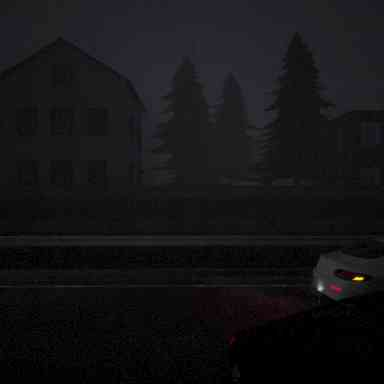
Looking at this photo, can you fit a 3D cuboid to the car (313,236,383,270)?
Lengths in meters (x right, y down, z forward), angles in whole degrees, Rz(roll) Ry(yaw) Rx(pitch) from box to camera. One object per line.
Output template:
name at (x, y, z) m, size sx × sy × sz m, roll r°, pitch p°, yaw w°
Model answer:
car at (4.661, 1.524, 6.143) m, size 4.674 × 1.442 × 1.812 m, roll 0°, pitch 0°, yaw -1°

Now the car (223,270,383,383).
car at (2.337, 1.563, 2.615) m, size 4.181 × 1.385 × 1.994 m, roll 0°, pitch 0°, yaw -1°
